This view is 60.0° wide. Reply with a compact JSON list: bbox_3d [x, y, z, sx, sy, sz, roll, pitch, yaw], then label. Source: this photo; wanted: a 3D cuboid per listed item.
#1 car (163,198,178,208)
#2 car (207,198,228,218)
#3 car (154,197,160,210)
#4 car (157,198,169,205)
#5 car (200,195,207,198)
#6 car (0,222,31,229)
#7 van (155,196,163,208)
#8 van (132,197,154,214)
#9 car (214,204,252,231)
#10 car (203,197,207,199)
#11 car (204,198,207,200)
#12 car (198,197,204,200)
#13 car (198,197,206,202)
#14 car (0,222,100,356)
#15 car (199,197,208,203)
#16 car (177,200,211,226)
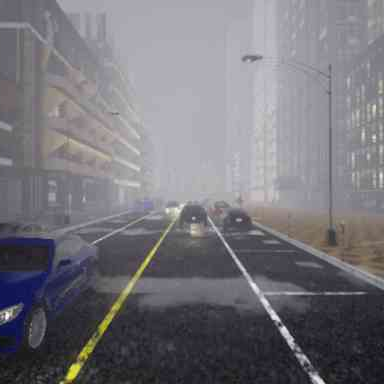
[{"bbox_3d":[-2.979,1.833,51.637,1.994,1.385,4.181,0,0,0],"label":"car"},{"bbox_3d":[2.708,1.595,32.190,1.967,1.590,4.097,0,0,0],"label":"car"},{"bbox_3d":[-5.669,1.757,43.240,1.887,1.381,4.507,0,0,0],"label":"car"},{"bbox_3d":[-5.661,1.885,65.330,2.008,1.369,4.403,0,0,0],"label":"car"},{"bbox_3d":[2.716,1.712,54.281,1.967,1.590,4.097,0,0,0],"label":"car"},{"bbox_3d":[-5.682,1.611,10.102,1.947,1.339,4.313,0,0,0],"label":"car"},{"bbox_3d":[-5.664,1.612,54.286,1.690,1.788,3.998,0,0,0],"label":"van"},{"bbox_3d":[-5.671,1.525,37.718,1.690,1.788,3.998,0,0,0],"label":"van"},{"bbox_3d":[2.703,1.664,21.144,1.947,1.339,4.313,0,0,0],"label":"car"},{"bbox_3d":[2.712,1.763,43.236,2.008,1.369,4.403,0,0,0],"label":"car"},{"bbox_3d":[2.710,1.734,37.713,2.008,1.369,4.403,0,0,0],"label":"car"},{"bbox_3d":[0.118,1.756,42.467,2.033,1.411,5.357,0,0,0],"label":"car"},{"bbox_3d":[2.731,2.055,92.940,2.008,1.369,4.403,0,0,0],"label":"car"},{"bbox_3d":[-3.087,1.554,6.268,1.812,1.442,4.674,0,0,0],"label":"car"},{"bbox_3d":[2.727,1.986,81.895,2.008,1.369,4.403,0,0,0],"label":"car"},{"bbox_3d":[0.111,1.591,24.216,1.882,1.535,5.008,0,0,0],"label":"car"}]
